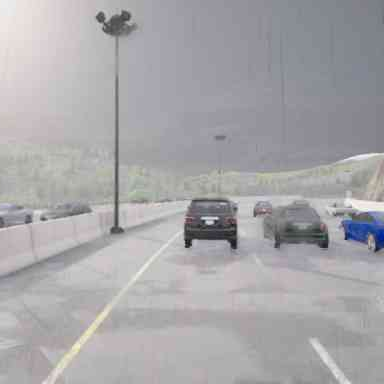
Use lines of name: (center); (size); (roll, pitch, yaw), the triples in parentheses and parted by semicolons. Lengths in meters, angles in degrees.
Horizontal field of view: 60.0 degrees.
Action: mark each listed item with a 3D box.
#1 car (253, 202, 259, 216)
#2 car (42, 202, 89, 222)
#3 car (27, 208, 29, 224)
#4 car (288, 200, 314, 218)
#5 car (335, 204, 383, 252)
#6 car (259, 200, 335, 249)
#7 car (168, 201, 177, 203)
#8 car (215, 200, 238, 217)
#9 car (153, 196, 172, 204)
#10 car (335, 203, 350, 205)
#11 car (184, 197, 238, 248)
car: (7.003, 1.608, 32.463); (1.994, 1.385, 4.181); (0, 0, 11)
car: (-8.851, 1.494, 23.692); (2.128, 1.511, 4.902); (0, 0, 8)
car: (-12.566, 1.519, 22.374); (1.812, 1.442, 4.674); (0, 0, 8)
car: (10.530, 1.556, 32.298); (1.837, 1.490, 4.892); (0, 0, 11)
car: (7.837, 1.507, 13.910); (1.882, 1.535, 5.008); (0, 0, 5)
car: (4.424, 1.375, 14.816); (2.097, 1.767, 4.553); (0, 0, 5)
car: (-2.719, 1.544, 63.167); (2.128, 1.511, 4.902); (0, 0, 20)
car: (3.474, 1.562, 32.675); (1.812, 1.442, 4.674); (0, 0, 11)
car: (-5.761, 1.570, 65.044); (1.812, 1.442, 4.674); (0, 0, 20)
car: (13.826, 1.658, 31.055); (1.895, 1.301, 4.718); (0, 0, 11)
car: (0.913, 1.237, 15.157); (2.150, 2.045, 5.566); (0, 0, 5)
